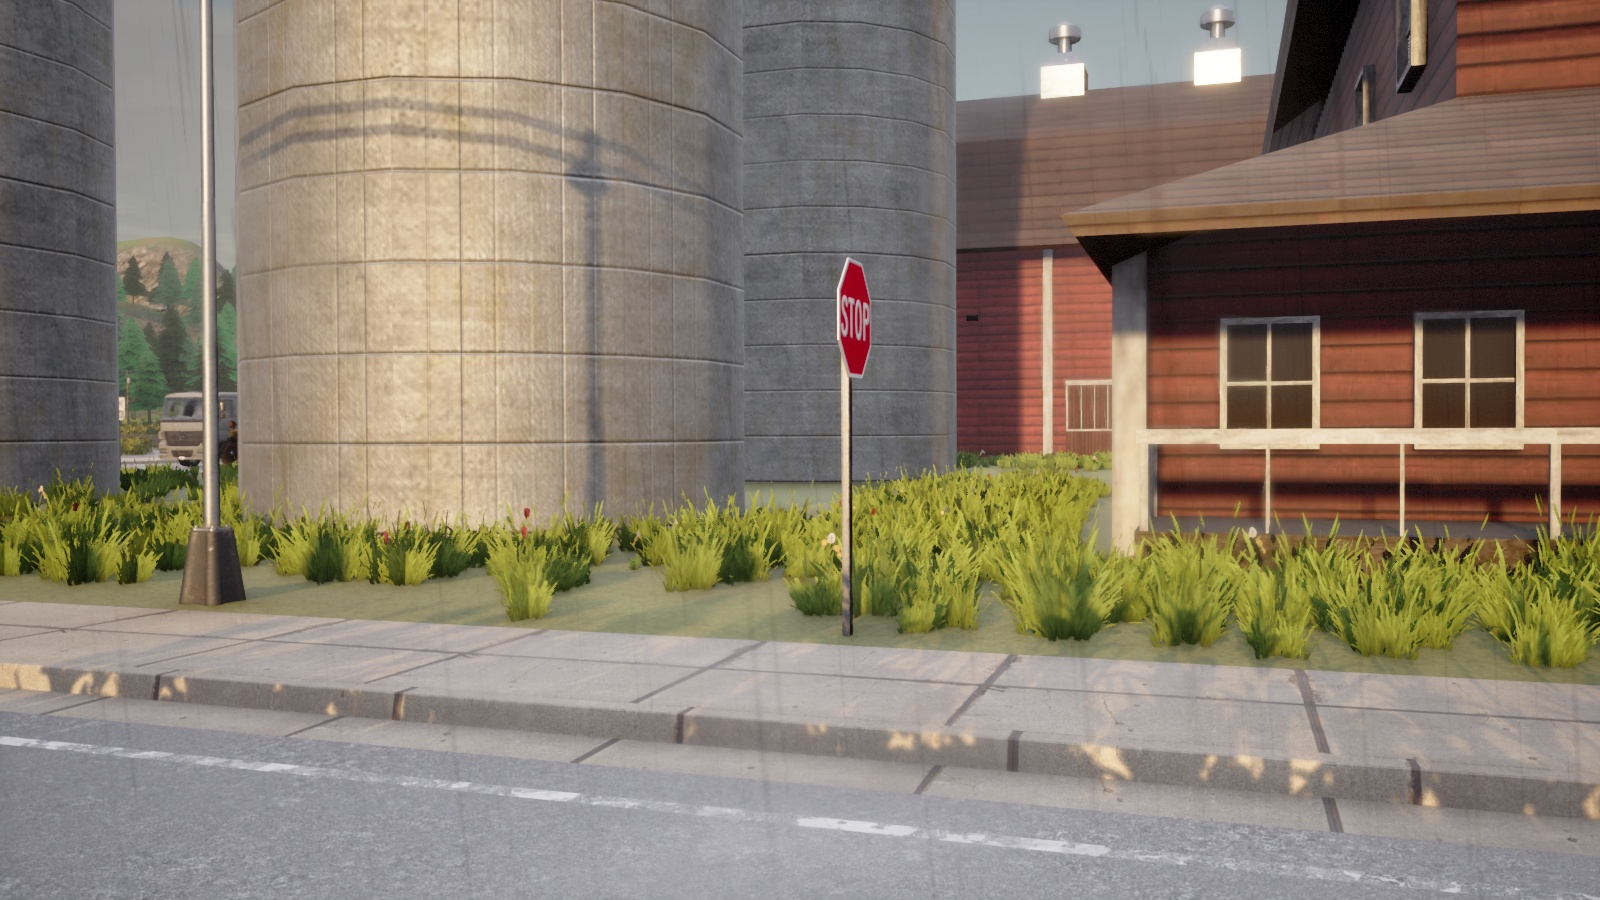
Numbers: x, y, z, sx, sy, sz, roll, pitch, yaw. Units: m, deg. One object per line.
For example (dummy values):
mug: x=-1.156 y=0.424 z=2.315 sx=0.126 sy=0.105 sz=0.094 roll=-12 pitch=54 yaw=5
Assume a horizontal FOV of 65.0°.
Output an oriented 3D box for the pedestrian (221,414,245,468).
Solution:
pedestrian: x=-20.532 y=-0.325 z=45.459 sx=0.395 sy=1.930 sz=0.692 roll=1 pitch=1 yaw=28

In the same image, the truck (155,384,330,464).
truck: x=-25.598 y=-1.182 z=58.190 sx=2.891 sy=3.462 sz=7.936 roll=1 pitch=1 yaw=18
